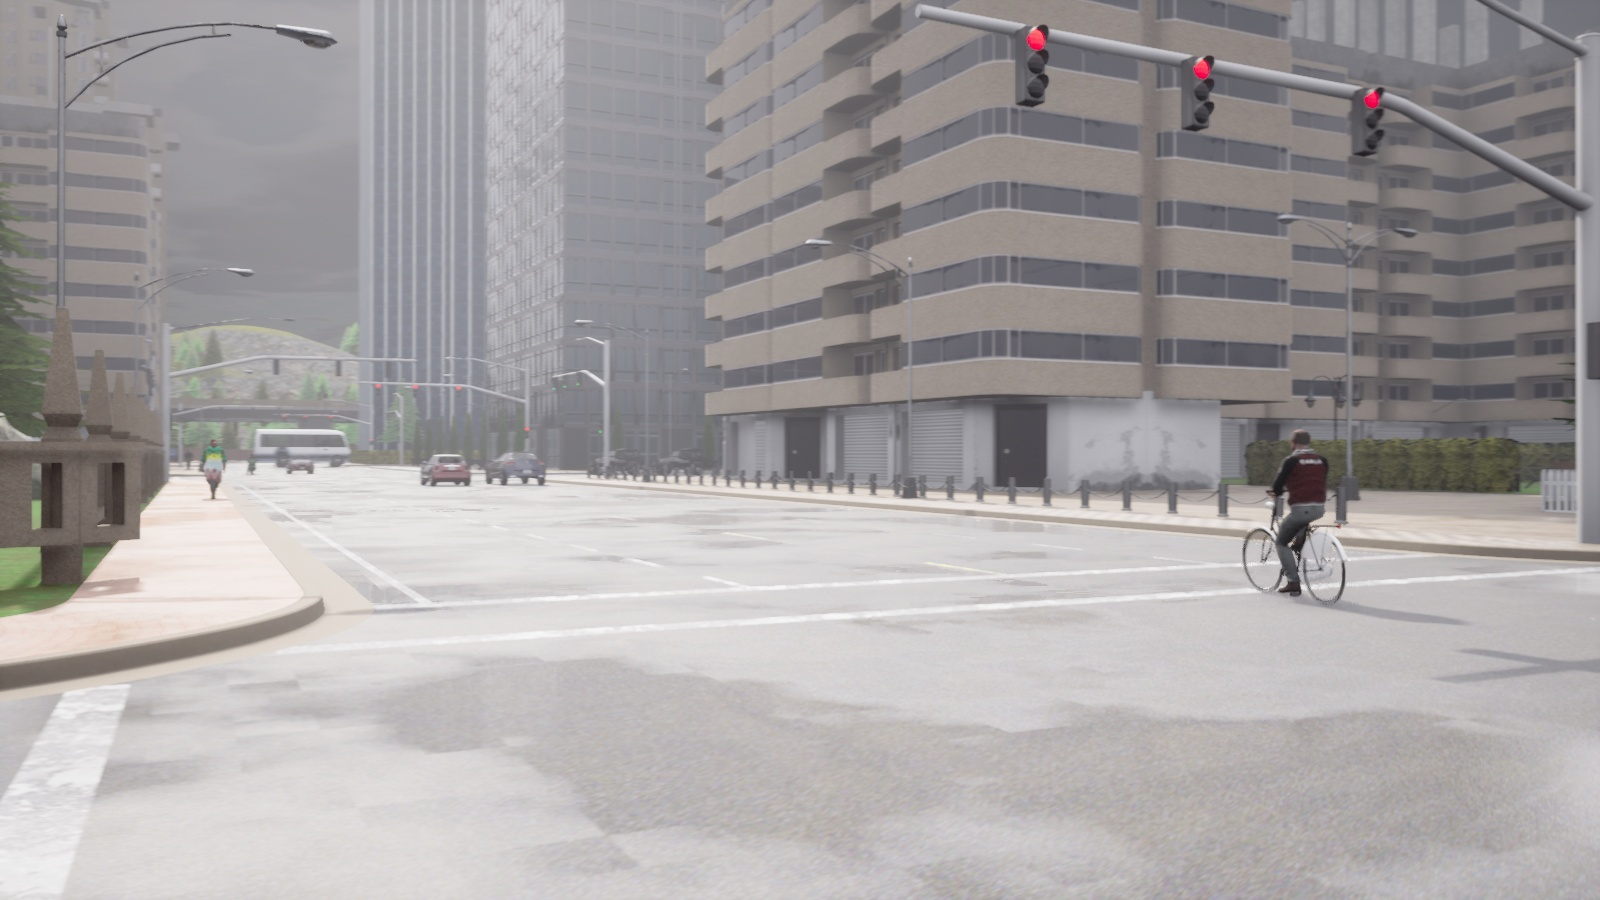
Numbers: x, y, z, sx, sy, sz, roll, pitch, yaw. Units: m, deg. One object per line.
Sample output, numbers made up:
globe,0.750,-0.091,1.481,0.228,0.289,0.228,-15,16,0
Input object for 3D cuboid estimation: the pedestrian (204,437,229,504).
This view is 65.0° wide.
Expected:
pedestrian,-17.257,0.599,37.133,0.659,1.952,0.873,0,0,-27

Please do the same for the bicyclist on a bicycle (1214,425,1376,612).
bicyclist on a bicycle,5.053,0.650,12.967,0.659,1.776,1.843,-1,0,-10

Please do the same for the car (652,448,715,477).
car,-8.024,0.835,86.419,3.866,1.878,1.905,-1,0,-25

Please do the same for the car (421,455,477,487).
car,-16.805,0.991,60.025,1.970,1.475,3.806,0,0,-26

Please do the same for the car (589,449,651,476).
car,-12.623,0.860,88.117,3.866,1.878,1.905,0,0,-26

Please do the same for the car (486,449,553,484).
car,-13.897,0.803,62.053,2.152,1.651,5.027,0,0,-26
